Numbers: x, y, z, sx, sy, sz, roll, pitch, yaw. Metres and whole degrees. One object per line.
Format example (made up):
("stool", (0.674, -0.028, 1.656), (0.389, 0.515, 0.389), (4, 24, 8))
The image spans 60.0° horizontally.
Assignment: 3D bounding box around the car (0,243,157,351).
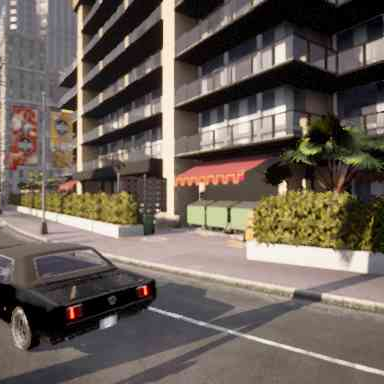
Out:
("car", (-2.945, 1.647, 6.322), (4.718, 1.301, 1.895), (0, 0, 39))
